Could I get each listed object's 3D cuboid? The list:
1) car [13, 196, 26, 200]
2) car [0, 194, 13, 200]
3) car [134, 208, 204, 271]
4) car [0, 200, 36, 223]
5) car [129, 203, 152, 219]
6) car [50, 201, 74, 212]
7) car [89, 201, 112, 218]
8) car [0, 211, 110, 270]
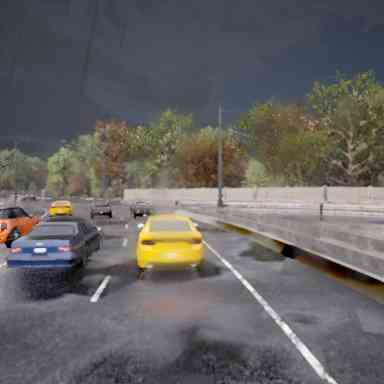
[{"bbox_3d":[-44.839,1.772,84.287,4.718,1.301,1.895,0,0,37],"label":"car"},{"bbox_3d":[-47.021,1.397,81.552,5.566,2.045,2.150,0,0,37],"label":"car"},{"bbox_3d":[-0.795,1.514,11.167,1.882,1.535,5.008,0,0,-6],"label":"car"},{"bbox_3d":[-8.363,1.409,14.878,2.097,1.767,4.553,0,0,-8],"label":"car"},{"bbox_3d":[-4.685,1.704,30.596,1.895,1.301,4.718,0,0,-16],"label":"car"},{"bbox_3d":[-12.666,1.596,32.449,1.882,1.535,5.008,0,0,-18],"label":"car"},{"bbox_3d":[-8.686,1.602,31.535,2.128,1.511,4.902,0,0,-18],"label":"car"},{"bbox_3d":[-4.288,1.589,11.257,2.033,1.411,5.357,0,0,-6],"label":"car"}]
